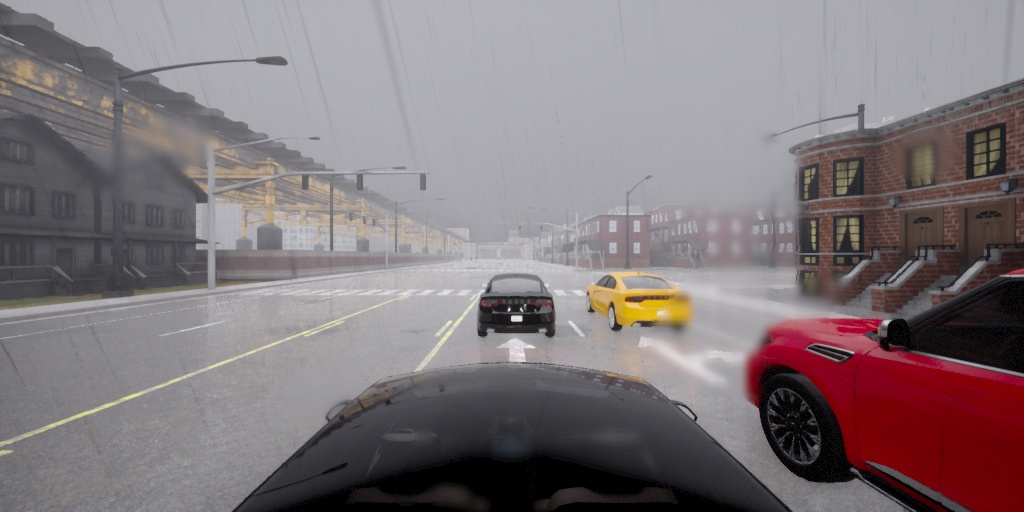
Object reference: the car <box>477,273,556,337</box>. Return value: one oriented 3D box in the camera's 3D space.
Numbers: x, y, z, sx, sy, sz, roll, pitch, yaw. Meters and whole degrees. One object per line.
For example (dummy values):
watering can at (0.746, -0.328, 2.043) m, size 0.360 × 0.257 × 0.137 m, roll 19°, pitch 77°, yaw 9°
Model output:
car at (0.107, 1.227, 10.353) m, size 1.882 × 1.535 × 5.008 m, roll 0°, pitch 0°, yaw 0°

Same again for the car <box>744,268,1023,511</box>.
car at (3.598, 0.971, 1.530) m, size 2.150 × 2.045 × 5.566 m, roll 0°, pitch 0°, yaw 0°

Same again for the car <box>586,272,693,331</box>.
car at (3.609, 1.227, 11.055) m, size 1.882 × 1.535 × 5.008 m, roll 0°, pitch 0°, yaw 0°
